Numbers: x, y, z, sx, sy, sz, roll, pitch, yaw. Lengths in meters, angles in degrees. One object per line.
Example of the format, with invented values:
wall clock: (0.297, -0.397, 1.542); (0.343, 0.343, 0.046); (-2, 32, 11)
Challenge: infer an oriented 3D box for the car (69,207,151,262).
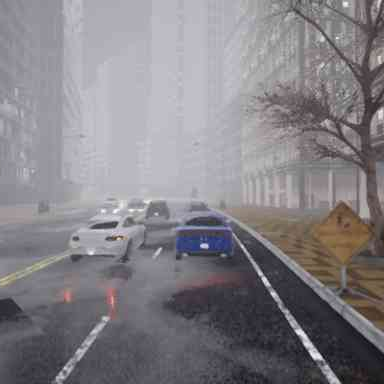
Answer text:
car: (-2.830, 1.493, 11.894); (1.812, 1.442, 4.674); (0, 0, 2)

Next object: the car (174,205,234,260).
car: (0.436, 1.446, 12.341); (1.882, 1.535, 5.008); (0, 0, 2)

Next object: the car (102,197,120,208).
car: (-10.388, 1.398, 42.816); (1.812, 1.442, 4.674); (0, 0, -5)

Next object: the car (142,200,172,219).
car: (-2.797, 1.437, 28.080); (1.837, 1.490, 4.892); (0, 0, -1)

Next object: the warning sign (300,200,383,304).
warning sign: (2.967, 1.100, 6.569); (1.300, 1.860, 1.060); (-1, -1, 2)

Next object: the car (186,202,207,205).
car: (0.441, 1.502, 28.390); (1.994, 1.385, 4.181); (0, 0, -1)

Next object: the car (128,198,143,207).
car: (-7.140, 1.447, 42.915); (1.994, 1.385, 4.181); (0, 0, -5)
